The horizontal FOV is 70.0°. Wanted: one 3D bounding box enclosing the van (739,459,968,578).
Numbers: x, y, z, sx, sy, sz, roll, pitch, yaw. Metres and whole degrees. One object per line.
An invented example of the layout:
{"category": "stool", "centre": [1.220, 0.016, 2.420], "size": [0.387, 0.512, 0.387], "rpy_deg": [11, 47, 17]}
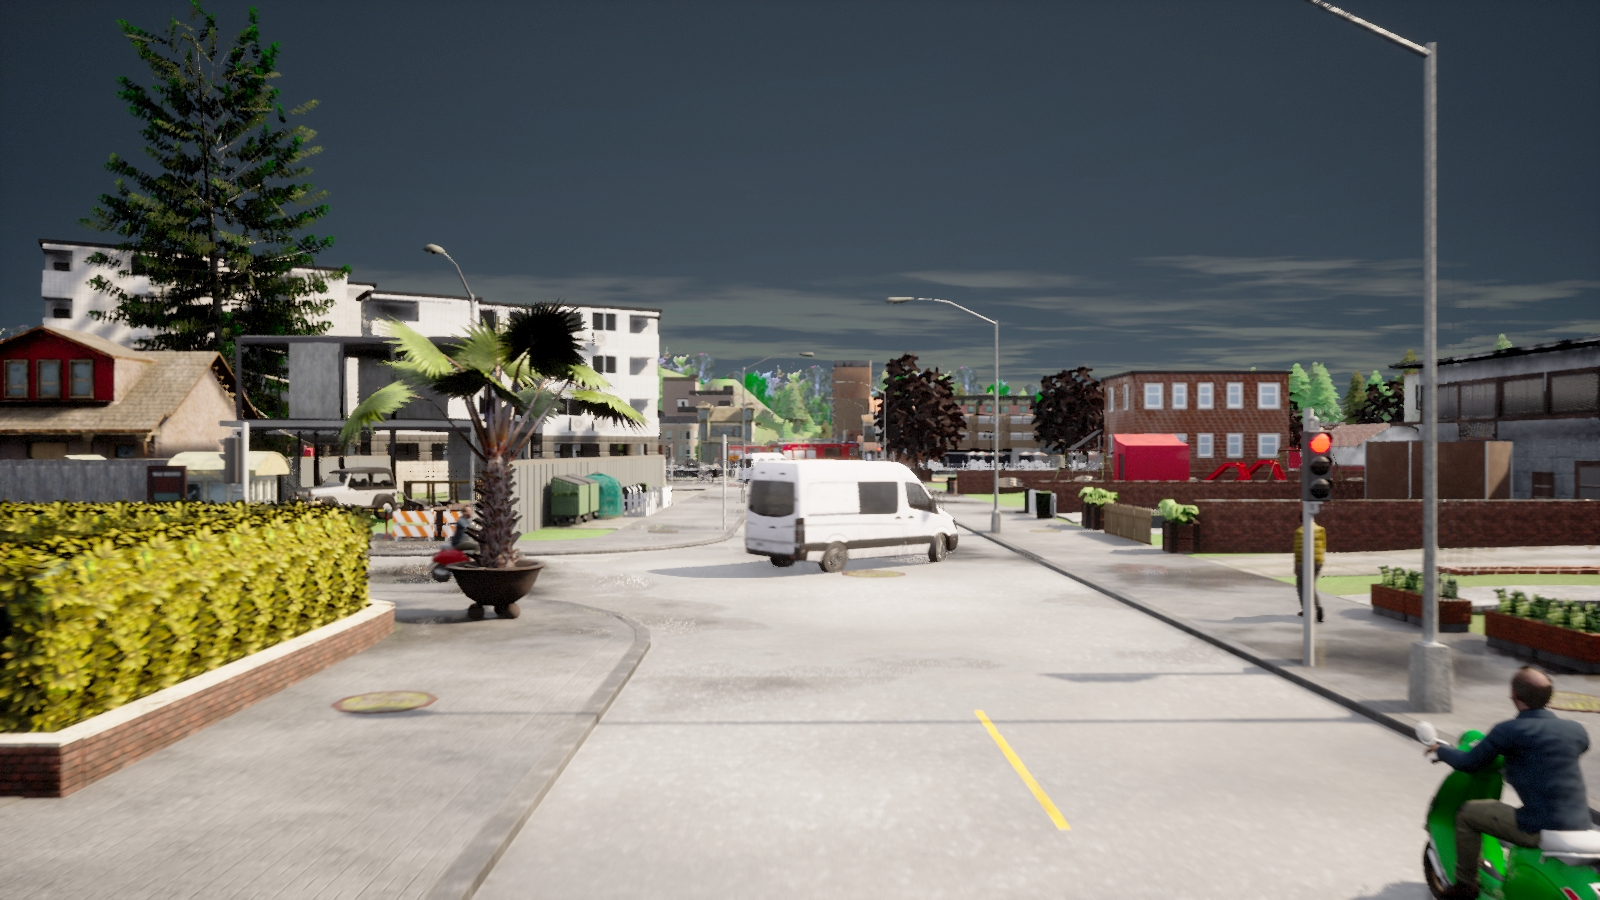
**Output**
{"category": "van", "centre": [1.431, 1.534, 27.890], "size": [5.915, 2.561, 1.988], "rpy_deg": [0, 1, -43]}

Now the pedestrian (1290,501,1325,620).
{"category": "pedestrian", "centre": [8.052, 1.744, 18.136], "size": [0.375, 1.860, 0.375], "rpy_deg": [0, 0, -1]}

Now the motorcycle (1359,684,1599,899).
{"category": "motorcycle", "centre": [3.970, 2.142, 6.328], "size": [0.856, 1.316, 1.805], "rpy_deg": [0, 0, 0]}
